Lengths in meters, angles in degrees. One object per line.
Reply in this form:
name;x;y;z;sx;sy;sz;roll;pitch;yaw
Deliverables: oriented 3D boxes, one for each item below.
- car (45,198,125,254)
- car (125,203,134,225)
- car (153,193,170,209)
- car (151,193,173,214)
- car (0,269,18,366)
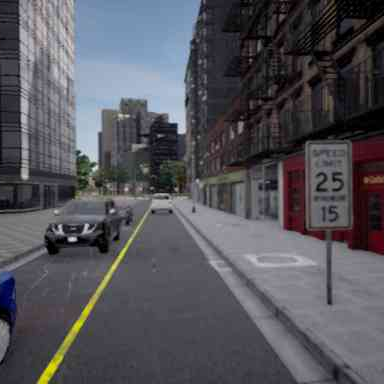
car;-4.377;1.282;14.208;2.150;2.045;5.566;-1;0;-5
car;-5.335;1.555;24.385;2.128;1.511;4.902;-1;0;-5
car;-4.304;1.203;47.044;2.150;2.045;5.566;-1;1;-5
car;-3.285;1.236;36.337;2.150;2.045;5.566;-1;0;-5
car;-3.284;1.525;2.795;1.882;1.535;5.008;-1;0;-6
